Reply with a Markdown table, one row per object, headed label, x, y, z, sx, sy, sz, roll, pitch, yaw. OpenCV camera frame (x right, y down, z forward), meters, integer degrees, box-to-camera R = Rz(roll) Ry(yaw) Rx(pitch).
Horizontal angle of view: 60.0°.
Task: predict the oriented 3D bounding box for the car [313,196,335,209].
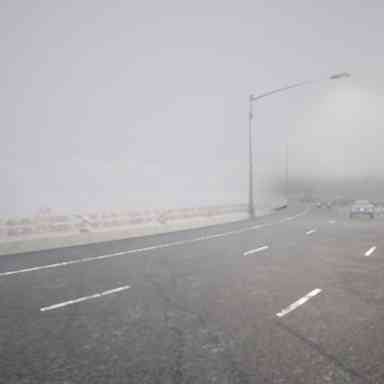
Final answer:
| label | x | y | z | sx | sy | sz | roll | pitch | yaw |
| --- | --- | --- | --- | --- | --- | --- | --- | --- | --- |
| car | 17.046 | 1.533 | 43.210 | 1.895 | 1.301 | 4.718 | 0 | 0 | 20 |

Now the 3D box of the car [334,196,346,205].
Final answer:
| label | x | y | z | sx | sy | sz | roll | pitch | yaw |
| --- | --- | --- | --- | --- | --- | --- | --- | --- | --- |
| car | 23.984 | 1.408 | 54.829 | 2.128 | 1.511 | 4.902 | 0 | 0 | 13 |

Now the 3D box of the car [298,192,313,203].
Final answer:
| label | x | y | z | sx | sy | sz | roll | pitch | yaw |
| --- | --- | --- | --- | --- | --- | --- | --- | --- | --- |
| car | 22.329 | 1.116 | 65.348 | 2.150 | 2.045 | 5.566 | 0 | 0 | 8 |

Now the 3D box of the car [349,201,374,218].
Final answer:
| label | x | y | z | sx | sy | sz | roll | pitch | yaw |
| --- | --- | --- | --- | --- | --- | --- | --- | --- | --- |
| car | 15.239 | 1.504 | 29.888 | 2.033 | 1.411 | 5.357 | 0 | 0 | 26 |
